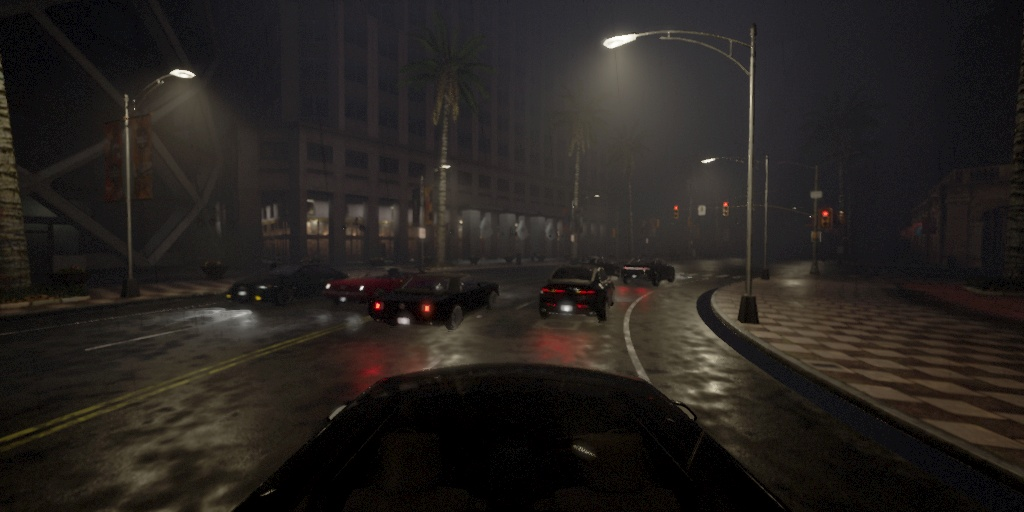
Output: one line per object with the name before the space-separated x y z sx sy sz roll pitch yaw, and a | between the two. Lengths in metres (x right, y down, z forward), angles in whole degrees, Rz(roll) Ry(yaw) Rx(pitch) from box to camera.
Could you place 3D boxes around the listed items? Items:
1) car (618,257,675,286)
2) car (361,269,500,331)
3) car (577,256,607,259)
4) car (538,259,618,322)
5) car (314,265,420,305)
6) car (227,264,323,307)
car | 7.835 0.807 20.457 2.128 1.511 4.902 1 2 39
car | -1.850 1.135 10.239 1.895 1.301 4.718 1 1 15
car | 5.202 0.744 22.670 2.128 1.511 4.902 1 2 38
car | 2.197 1.024 11.403 1.837 1.490 4.892 1 2 19
car | -4.654 1.043 13.626 1.895 1.301 4.718 1 2 22
car | -8.188 0.994 13.649 1.994 1.385 4.181 1 1 20
